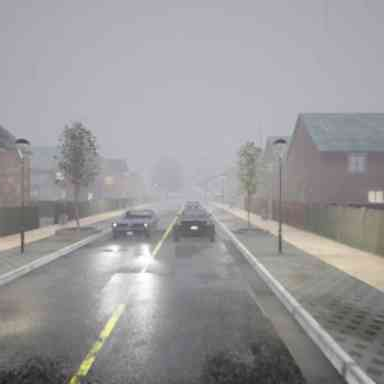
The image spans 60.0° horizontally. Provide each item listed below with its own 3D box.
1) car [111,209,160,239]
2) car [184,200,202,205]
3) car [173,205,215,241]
[{"bbox_3d":[-2.853,1.600,17.541,1.895,1.301,4.718,0,0,0],"label":"car"},{"bbox_3d":[0.093,1.584,34.561,2.033,1.411,5.357,0,0,0],"label":"car"},{"bbox_3d":[0.095,1.563,16.835,1.994,1.385,4.181,0,0,0],"label":"car"}]
